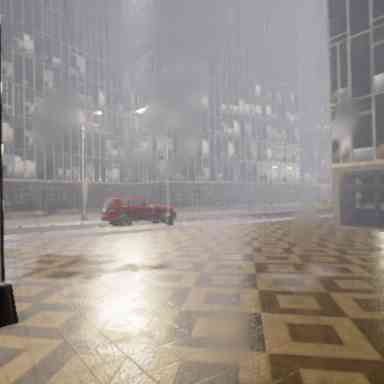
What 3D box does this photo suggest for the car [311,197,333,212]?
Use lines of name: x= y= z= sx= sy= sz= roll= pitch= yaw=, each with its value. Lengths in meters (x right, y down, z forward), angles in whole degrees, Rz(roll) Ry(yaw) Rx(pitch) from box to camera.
car: x=14.461 y=1.351 z=34.847 sx=4.829 sy=1.417 sz=1.752 roll=0 pitch=-1 yaw=-36

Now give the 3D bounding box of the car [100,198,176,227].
car: x=-3.485 y=1.278 z=21.874 sx=5.009 sy=1.841 sz=2.192 roll=0 pitch=-1 yaw=-36

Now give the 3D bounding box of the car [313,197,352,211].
car: x=16.737 y=1.358 z=39.568 sx=4.892 sy=1.490 sz=1.837 roll=0 pitch=-1 yaw=-35
